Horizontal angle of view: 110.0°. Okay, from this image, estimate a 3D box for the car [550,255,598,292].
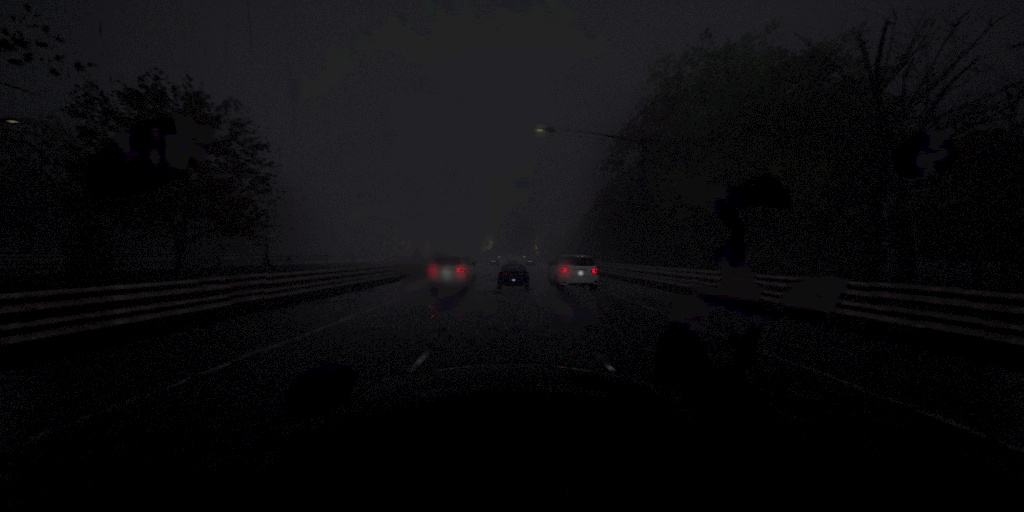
[{"bbox_3d":[3.595,0.965,21.441,2.150,2.045,5.566,0,0,0],"label":"car"}]

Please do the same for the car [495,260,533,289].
[{"bbox_3d":[0.095,1.222,22.959,1.882,1.535,5.008,0,0,0],"label":"car"}]

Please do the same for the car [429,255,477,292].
[{"bbox_3d":[-3.405,0.964,21.401,2.150,2.045,5.566,0,0,0],"label":"car"}]
